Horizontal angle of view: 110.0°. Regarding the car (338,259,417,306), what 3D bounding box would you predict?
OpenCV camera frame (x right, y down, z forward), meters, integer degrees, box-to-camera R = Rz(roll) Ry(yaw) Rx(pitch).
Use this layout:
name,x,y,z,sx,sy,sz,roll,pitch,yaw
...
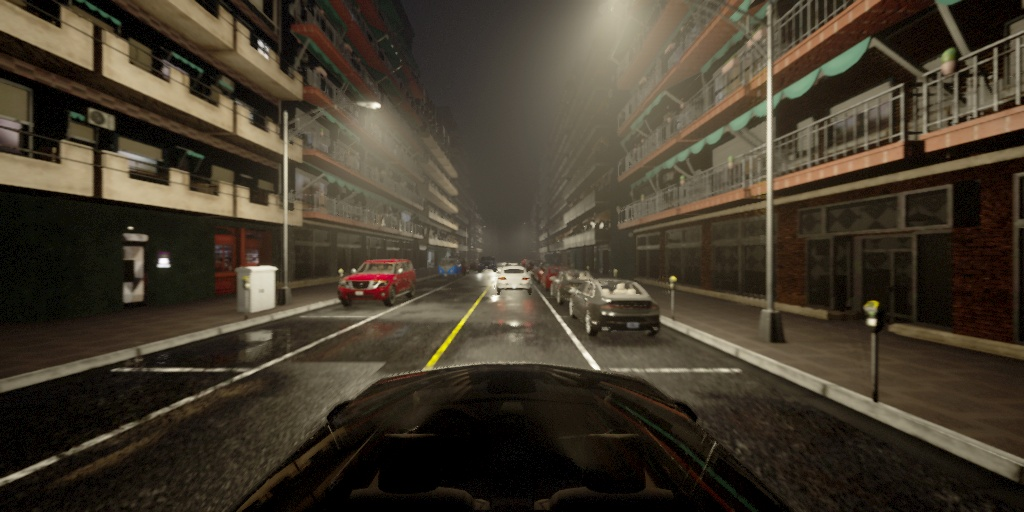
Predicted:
name,x,y,z,sx,sy,sz,roll,pitch,yaw
car,-5.683,1.068,15.862,2.192,1.841,5.009,0,0,0

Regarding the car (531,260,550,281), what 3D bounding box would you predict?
name,x,y,z,sx,sy,sz,roll,pitch,yaw
car,2.702,1.196,27.160,1.967,1.591,4.097,0,0,0

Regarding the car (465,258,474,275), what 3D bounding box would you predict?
name,x,y,z,sx,sy,sz,roll,pitch,yaw
car,-5.673,1.086,38.507,2.192,1.841,5.009,0,0,0

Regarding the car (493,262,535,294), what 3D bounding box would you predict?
name,x,y,z,sx,sy,sz,roll,pitch,yaw
car,0.109,1.279,20.089,1.812,1.442,4.674,0,0,0

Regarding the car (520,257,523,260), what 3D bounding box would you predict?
name,x,y,z,sx,sy,sz,roll,pitch,yaw
car,2.717,1.368,61.129,1.888,1.381,4.507,0,0,0

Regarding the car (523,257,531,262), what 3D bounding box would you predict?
name,x,y,z,sx,sy,sz,roll,pitch,yaw
car,2.710,1.222,44.141,1.967,1.591,4.097,0,0,0

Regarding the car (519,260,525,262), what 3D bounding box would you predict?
name,x,y,z,sx,sy,sz,roll,pitch,yaw
car,0.118,1.375,40.415,1.895,1.301,4.718,0,0,0

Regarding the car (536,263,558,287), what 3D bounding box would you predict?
name,x,y,z,sx,sy,sz,roll,pitch,yaw
car,2.700,1.298,21.500,1.888,1.381,4.507,0,0,0

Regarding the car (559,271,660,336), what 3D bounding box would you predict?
name,x,y,z,sx,sy,sz,roll,pitch,yaw
car,2.695,1.302,10.175,2.007,1.370,4.403,0,0,0

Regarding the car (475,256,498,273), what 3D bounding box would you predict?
name,x,y,z,sx,sy,sz,roll,pitch,yaw
car,-2.987,1.009,44.808,2.150,2.045,5.566,0,0,0

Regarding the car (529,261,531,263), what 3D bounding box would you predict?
name,x,y,z,sx,sy,sz,roll,pitch,yaw
car,2.705,1.343,32.822,1.802,1.307,4.207,0,0,0

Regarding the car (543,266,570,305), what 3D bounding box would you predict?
name,x,y,z,sx,sy,sz,roll,pitch,yaw
car,2.697,1.303,15.837,2.007,1.370,4.403,0,0,0

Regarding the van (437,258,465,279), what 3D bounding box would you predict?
name,x,y,z,sx,sy,sz,roll,pitch,yaw
van,-5.676,1.102,32.848,1.690,1.789,3.998,0,0,0
